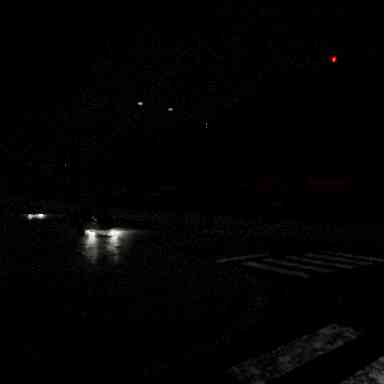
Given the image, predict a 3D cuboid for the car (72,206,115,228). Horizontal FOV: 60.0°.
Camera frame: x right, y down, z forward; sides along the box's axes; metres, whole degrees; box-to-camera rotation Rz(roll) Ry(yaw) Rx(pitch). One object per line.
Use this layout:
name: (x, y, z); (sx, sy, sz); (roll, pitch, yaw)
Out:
car: (-7.408, 1.783, 24.759); (1.882, 1.535, 5.008); (1, -2, -35)

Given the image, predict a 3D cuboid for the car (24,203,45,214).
car: (-20.735, 2.169, 43.598); (1.994, 1.385, 4.181); (1, -2, -35)
